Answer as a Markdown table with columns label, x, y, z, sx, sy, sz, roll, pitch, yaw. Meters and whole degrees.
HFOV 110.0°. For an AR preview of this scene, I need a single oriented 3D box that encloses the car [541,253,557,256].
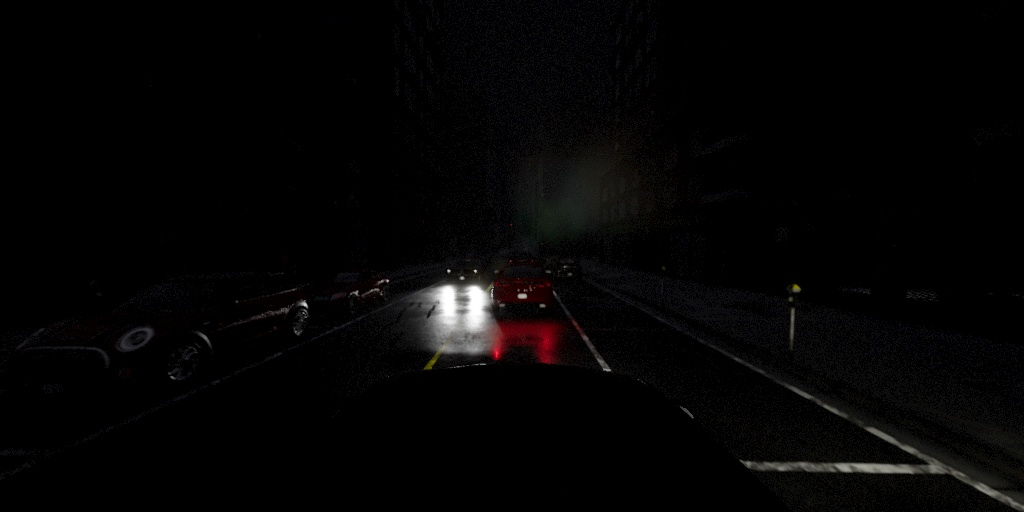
| label | x | y | z | sx | sy | sz | roll | pitch | yaw |
| --- | --- | --- | --- | --- | --- | --- | --- | --- | --- |
| car | 3.553 | 0.583 | 28.662 | 1.751 | 1.417 | 4.829 | 0 | 0 | 1 |

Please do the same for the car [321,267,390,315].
| label | x | y | z | sx | sy | sz | roll | pitch | yaw |
| --- | --- | --- | --- | --- | --- | --- | --- | --- | --- |
| car | -5.429 | 1.044 | 11.968 | 1.802 | 1.307 | 4.207 | 0 | 0 | 1 |

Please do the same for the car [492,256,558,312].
| label | x | y | z | sx | sy | sz | roll | pitch | yaw |
| --- | --- | --- | --- | --- | --- | --- | --- | --- | --- |
| car | 0.364 | 0.941 | 12.735 | 1.882 | 1.535 | 5.008 | 0 | 1 | 1 |

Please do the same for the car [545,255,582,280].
| label | x | y | z | sx | sy | sz | roll | pitch | yaw |
| --- | --- | --- | --- | --- | --- | --- | --- | --- | --- |
| car | 3.401 | 0.756 | 22.910 | 2.007 | 1.370 | 4.403 | 0 | 0 | 1 |

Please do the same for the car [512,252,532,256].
| label | x | y | z | sx | sy | sz | roll | pitch | yaw |
| --- | --- | --- | --- | --- | --- | --- | --- | --- | --- |
| car | 0.732 | 0.446 | 26.732 | 2.097 | 1.767 | 4.553 | 0 | 1 | 2 |

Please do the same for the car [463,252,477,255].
| label | x | y | z | sx | sy | sz | roll | pitch | yaw |
| --- | --- | --- | --- | --- | --- | --- | --- | --- | --- |
| car | -4.700 | 0.270 | 39.878 | 1.888 | 1.381 | 4.507 | 0 | 0 | 1 |

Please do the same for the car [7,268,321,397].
| label | x | y | z | sx | sy | sz | roll | pitch | yaw |
| --- | --- | --- | --- | --- | --- | --- | --- | --- | --- |
| car | -5.575 | 1.048 | 6.386 | 1.967 | 1.591 | 4.097 | 0 | 0 | 1 |

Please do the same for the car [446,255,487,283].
| label | x | y | z | sx | sy | sz | roll | pitch | yaw |
| --- | --- | --- | --- | --- | --- | --- | --- | --- | --- |
| car | -2.608 | 0.826 | 21.344 | 1.895 | 1.301 | 4.718 | 0 | 2 | 2 |
